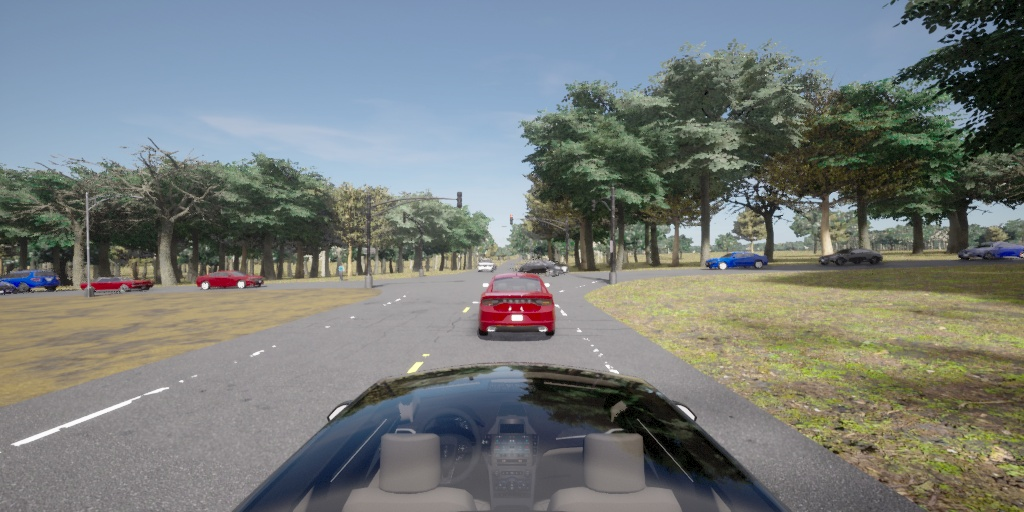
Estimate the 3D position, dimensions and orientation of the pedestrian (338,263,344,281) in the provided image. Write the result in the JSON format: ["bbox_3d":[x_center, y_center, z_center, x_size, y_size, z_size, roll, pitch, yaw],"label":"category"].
[{"bbox_3d":[-17.914,1.668,37.603,0.375,1.860,0.375,0,1,3],"label":"pedestrian"}]

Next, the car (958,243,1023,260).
[{"bbox_3d":[41.876,-0.404,31.148,4.674,1.442,1.812,-2,-1,2],"label":"car"}]

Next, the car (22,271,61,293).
[{"bbox_3d":[-47.748,2.543,35.044,5.566,2.045,2.150,-2,-1,3],"label":"car"}]

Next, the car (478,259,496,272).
[{"bbox_3d":[-3.971,1.421,54.531,2.150,2.045,5.566,0,-1,-1],"label":"car"}]

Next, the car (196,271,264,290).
[{"bbox_3d":[-23.690,1.976,30.255,5.008,1.535,1.882,-2,-1,2],"label":"car"}]

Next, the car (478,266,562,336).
[{"bbox_3d":[0.127,1.230,10.484,1.882,1.535,5.008,0,0,0],"label":"car"}]

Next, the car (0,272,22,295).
[{"bbox_3d":[-46.564,2.608,31.345,4.553,1.767,2.097,-2,-1,5],"label":"car"}]

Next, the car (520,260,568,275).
[{"bbox_3d":[2.811,1.131,33.071,4.902,1.511,2.128,-5,-3,43],"label":"car"}]

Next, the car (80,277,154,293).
[{"bbox_3d":[-33.662,2.437,30.703,4.718,1.301,1.895,-2,-1,3],"label":"car"}]

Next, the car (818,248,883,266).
[{"bbox_3d":[29.861,0.054,31.673,4.674,1.442,1.812,-2,-1,2],"label":"car"}]

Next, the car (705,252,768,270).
[{"bbox_3d":[20.001,0.394,32.089,5.008,1.535,1.882,-2,-1,2],"label":"car"}]
